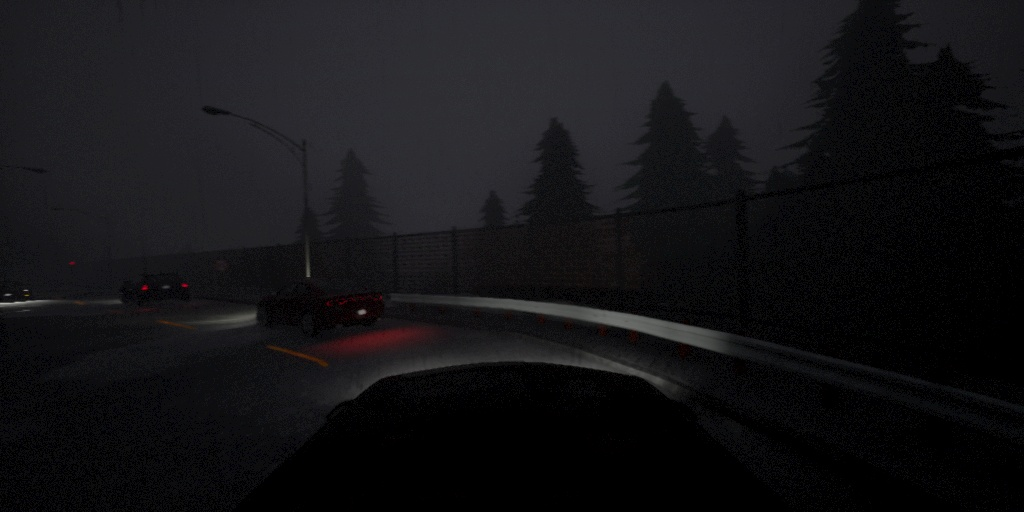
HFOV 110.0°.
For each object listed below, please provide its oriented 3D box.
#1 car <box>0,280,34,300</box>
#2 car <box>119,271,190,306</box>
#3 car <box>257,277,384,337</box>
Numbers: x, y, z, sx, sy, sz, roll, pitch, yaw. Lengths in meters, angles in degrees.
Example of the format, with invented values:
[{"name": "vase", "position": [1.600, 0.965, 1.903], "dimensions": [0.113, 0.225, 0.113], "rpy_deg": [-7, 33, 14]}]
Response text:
[{"name": "car", "position": [-34.292, 2.381, 24.292], "dimensions": [4.181, 1.385, 1.994], "rpy_deg": [-2, 0, 33]}, {"name": "car", "position": [-20.105, 1.729, 20.134], "dimensions": [4.553, 1.767, 2.097], "rpy_deg": [-2, 0, 33]}, {"name": "car", "position": [-6.040, 1.417, 11.108], "dimensions": [5.008, 1.535, 1.882], "rpy_deg": [-2, 0, 36]}]
